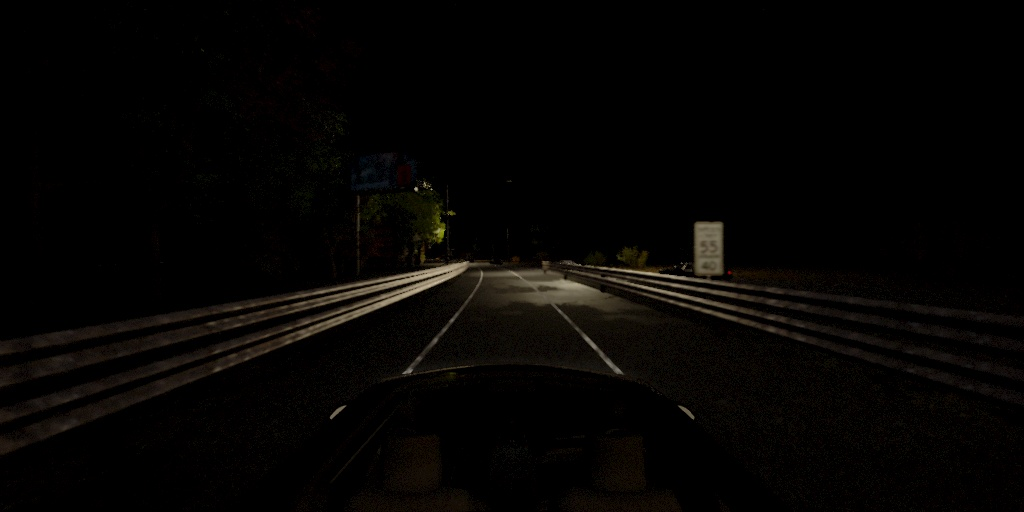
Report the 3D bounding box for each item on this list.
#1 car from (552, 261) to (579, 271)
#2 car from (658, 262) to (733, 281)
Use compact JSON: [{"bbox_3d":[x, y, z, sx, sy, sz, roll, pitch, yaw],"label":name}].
[{"bbox_3d":[6.657,1.247,45.268,1.895,1.301,4.718,-1,0,-16],"label":"car"},{"bbox_3d":[12.604,1.116,25.099,2.033,1.411,5.357,-1,0,-16],"label":"car"}]
